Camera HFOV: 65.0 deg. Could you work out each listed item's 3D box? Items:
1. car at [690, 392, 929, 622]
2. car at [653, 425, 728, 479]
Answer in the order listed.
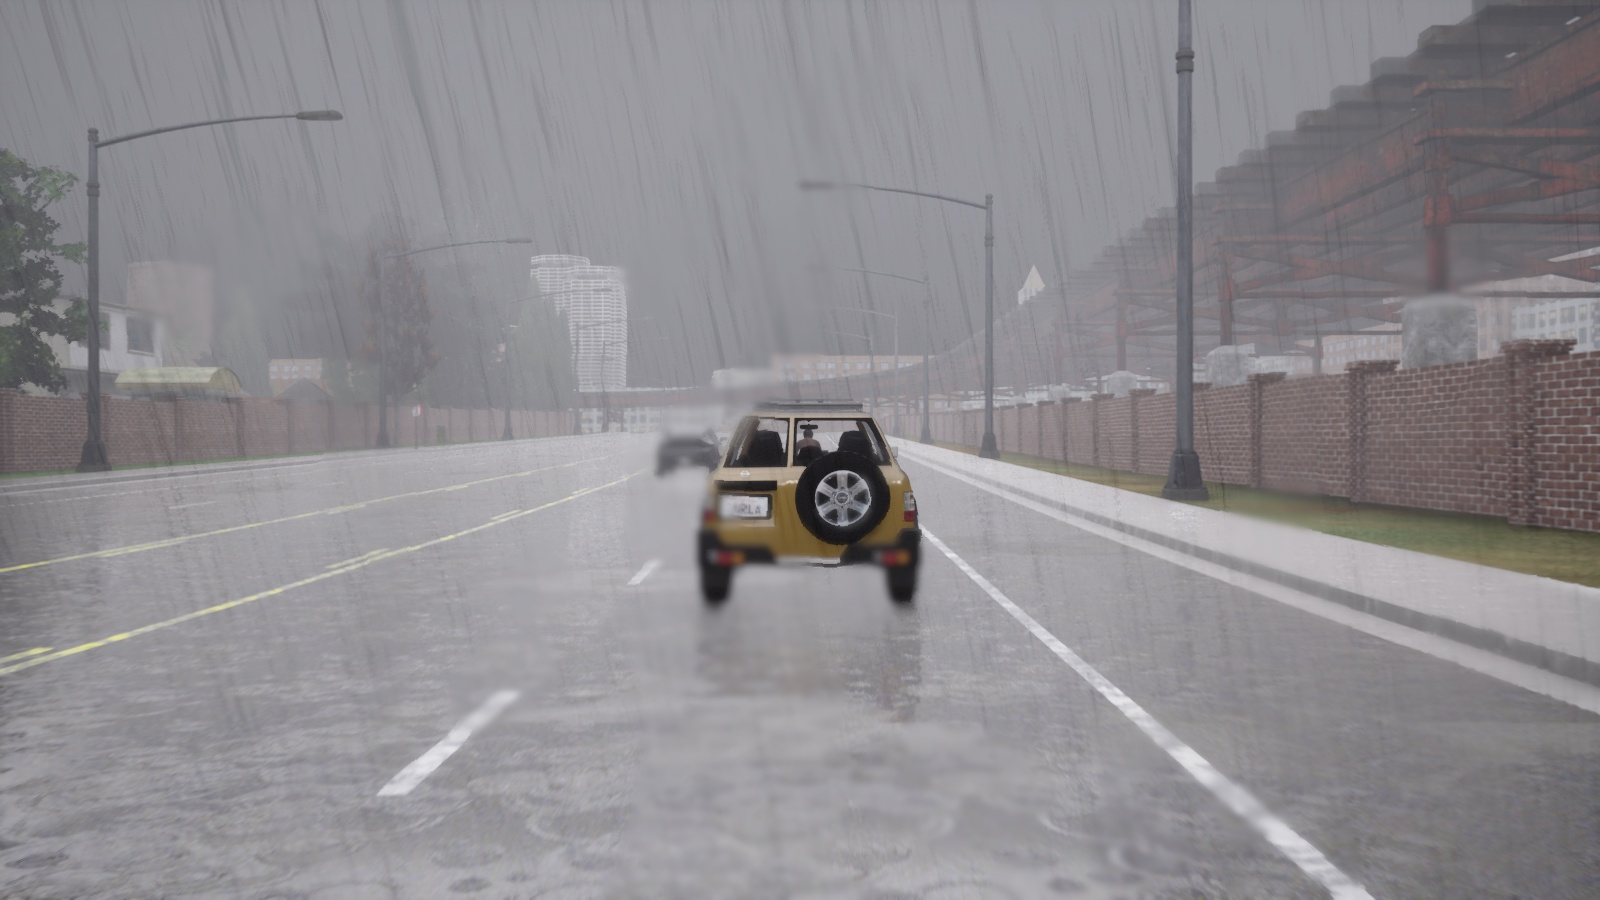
[{"bbox_3d":[0.089,0.424,12.463,1.932,1.855,4.605,0,1,0],"label":"car"},{"bbox_3d":[-3.260,0.013,38.184,1.837,1.490,4.892,0,2,0],"label":"car"}]
